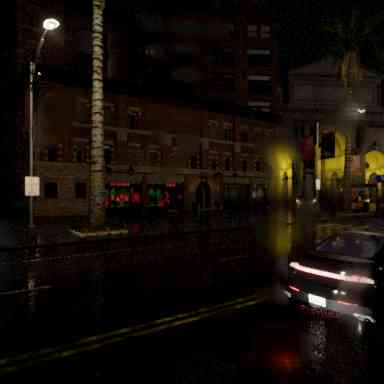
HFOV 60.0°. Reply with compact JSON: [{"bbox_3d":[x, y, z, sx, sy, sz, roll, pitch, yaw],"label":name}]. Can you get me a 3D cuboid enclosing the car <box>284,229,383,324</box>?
[{"bbox_3d":[3.951,1.491,6.628,4.902,1.511,2.128,0,0,-35],"label":"car"}]
